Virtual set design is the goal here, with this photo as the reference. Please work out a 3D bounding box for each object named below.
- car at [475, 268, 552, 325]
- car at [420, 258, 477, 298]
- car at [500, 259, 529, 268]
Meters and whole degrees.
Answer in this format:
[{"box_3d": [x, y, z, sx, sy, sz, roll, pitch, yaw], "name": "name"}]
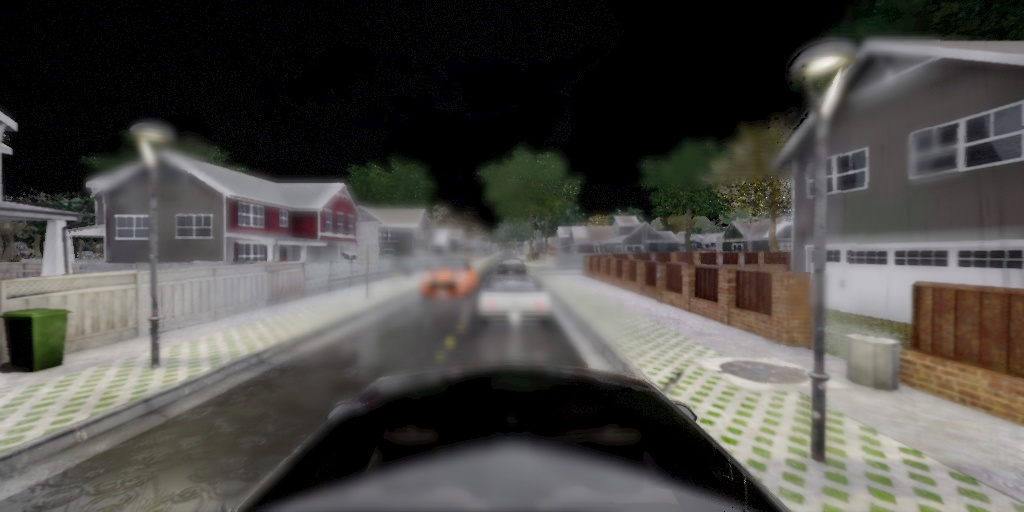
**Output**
[{"box_3d": [0.063, 1.236, 11.328, 1.895, 1.301, 4.718, 0, 1, -1], "name": "car"}, {"box_3d": [-2.834, 0.922, 16.948, 2.097, 1.767, 4.553, 0, 1, 0], "name": "car"}, {"box_3d": [0.214, 0.941, 26.014, 1.882, 1.535, 5.008, 0, 1, 4], "name": "car"}]
